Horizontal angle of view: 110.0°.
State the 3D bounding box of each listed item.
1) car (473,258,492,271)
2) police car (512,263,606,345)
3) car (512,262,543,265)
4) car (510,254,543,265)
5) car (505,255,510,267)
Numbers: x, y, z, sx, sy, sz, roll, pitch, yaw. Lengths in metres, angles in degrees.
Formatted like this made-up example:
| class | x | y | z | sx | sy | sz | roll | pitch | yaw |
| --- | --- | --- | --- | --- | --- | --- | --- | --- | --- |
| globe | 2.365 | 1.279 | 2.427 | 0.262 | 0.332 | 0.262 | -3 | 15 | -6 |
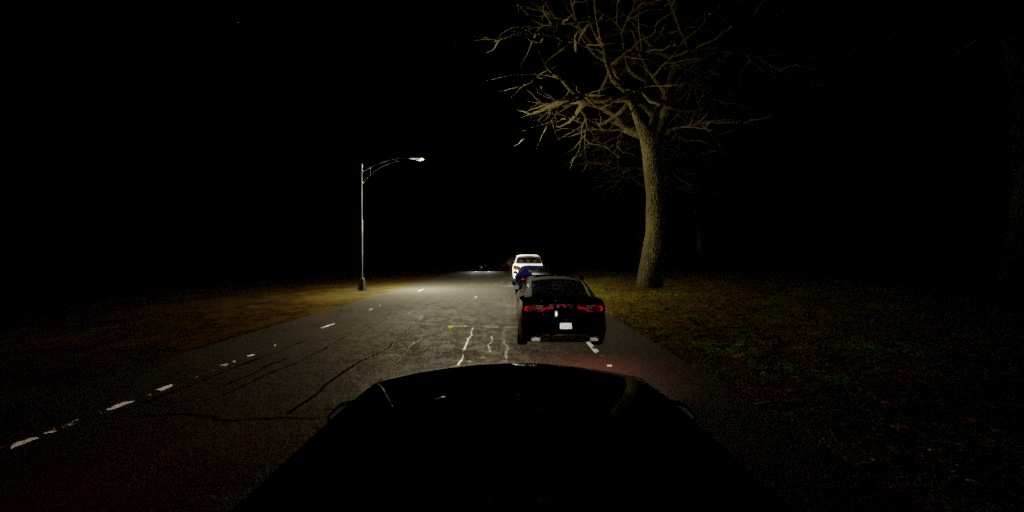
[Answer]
| class | x | y | z | sx | sy | sz | roll | pitch | yaw |
| --- | --- | --- | --- | --- | --- | --- | --- | --- | --- |
| car | -3.532 | 1.036 | 43.707 | 1.837 | 1.490 | 4.892 | 0 | 1 | 0 |
| police car | 1.063 | 1.164 | 9.628 | 1.930 | 1.638 | 5.238 | 0 | 0 | 0 |
| car | 1.079 | 1.236 | 19.519 | 1.812 | 1.442 | 4.674 | 0 | 0 | 0 |
| car | 1.089 | 0.909 | 25.549 | 2.150 | 2.045 | 5.566 | 0 | 0 | 0 |
| car | 0.148 | 0.911 | 54.525 | 1.812 | 1.442 | 4.674 | 0 | 1 | 0 |
